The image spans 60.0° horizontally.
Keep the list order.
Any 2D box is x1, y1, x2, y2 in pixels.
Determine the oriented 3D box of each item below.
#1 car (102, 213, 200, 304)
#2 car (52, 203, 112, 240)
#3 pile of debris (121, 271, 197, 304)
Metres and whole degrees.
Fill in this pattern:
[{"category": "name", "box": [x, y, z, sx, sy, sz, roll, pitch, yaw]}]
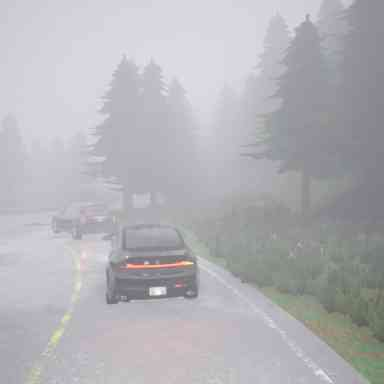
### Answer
[{"category": "car", "box": [-1.115, 1.504, 8.240, 1.837, 1.490, 4.892, 0, 0, -12]}, {"category": "car", "box": [-5.718, 1.352, 17.458, 2.097, 1.767, 4.553, 0, 0, -39]}, {"category": "pile of debris", "box": [-0.858, 2.175, 7.751, 1.500, 0.140, 1.860, 0, 0, -14]}]
